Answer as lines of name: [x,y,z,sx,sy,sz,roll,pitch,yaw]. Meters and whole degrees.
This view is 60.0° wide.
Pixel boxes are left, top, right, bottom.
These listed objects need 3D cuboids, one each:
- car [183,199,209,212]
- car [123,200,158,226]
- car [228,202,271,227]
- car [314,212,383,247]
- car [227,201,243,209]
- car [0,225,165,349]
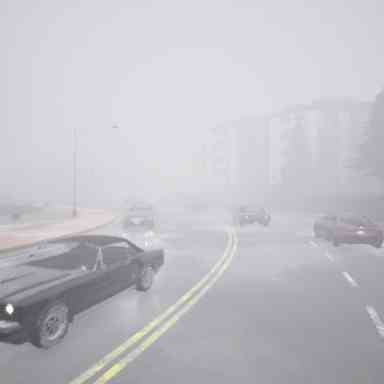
car: [0.386,1.533,38.926,2.128,1.511,4.902,0,0,-21]
car: [-3.223,1.503,21.534,2.128,1.511,4.902,0,0,-2]
car: [3.959,1.639,23.081,1.895,1.301,4.718,0,0,-2]
car: [6.999,1.604,15.281,1.994,1.385,4.181,0,0,7]
car: [5.399,1.657,35.377,1.895,1.301,4.718,0,0,-16]
car: [-2.312,1.599,6.563,1.895,1.301,4.718,0,0,20]
